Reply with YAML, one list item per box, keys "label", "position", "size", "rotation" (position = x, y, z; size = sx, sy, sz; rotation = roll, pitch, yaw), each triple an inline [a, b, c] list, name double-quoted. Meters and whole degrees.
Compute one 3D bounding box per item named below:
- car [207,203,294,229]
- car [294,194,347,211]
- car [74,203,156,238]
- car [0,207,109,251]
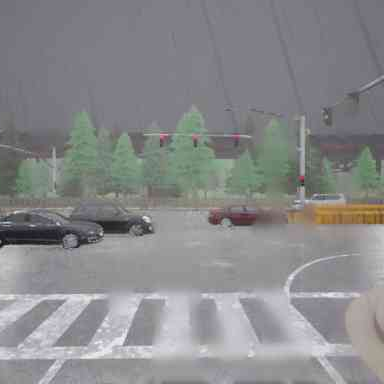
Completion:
- label: "car"
  position: [3.445, 1.477, 20.886]
  size: [5.008, 1.535, 1.882]
  rotation: [0, 0, -2]
- label: "car"
  position: [13.548, 1.221, 35.398]
  size: [5.566, 2.045, 2.150]
  rotation: [0, 0, -2]
- label: "car"
  position: [-4.138, 1.352, 17.157]
  size: [4.553, 1.767, 2.097]
  rotation: [0, 0, -2]
- label: "car"
  position: [-6.150, 1.505, 13.594]
  size: [4.892, 1.490, 1.837]
  rotation: [0, 0, -2]
